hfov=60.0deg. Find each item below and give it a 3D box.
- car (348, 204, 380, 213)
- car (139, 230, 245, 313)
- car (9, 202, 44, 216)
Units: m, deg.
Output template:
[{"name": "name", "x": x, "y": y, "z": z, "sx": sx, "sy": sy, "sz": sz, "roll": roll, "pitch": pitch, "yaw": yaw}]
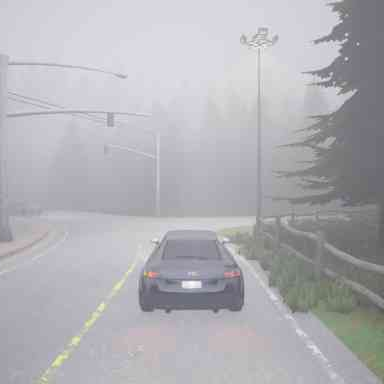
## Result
[{"name": "car", "x": 14.391, "y": 1.532, "z": 25.638, "sx": 4.892, "sy": 1.490, "sz": 1.837, "roll": 0, "pitch": -2, "yaw": 6}, {"name": "car", "x": -0.028, "y": 1.564, "z": 7.734, "sx": 1.994, "sy": 1.385, "sz": 4.181, "roll": 0, "pitch": 0, "yaw": -1}, {"name": "car", "x": -16.684, "y": 1.601, "z": 32.613, "sx": 4.718, "sy": 1.301, "sz": 1.895, "roll": 0, "pitch": 0, "yaw": 31}]
